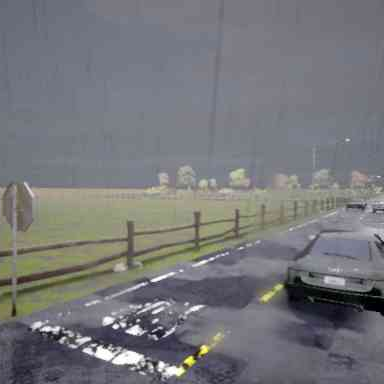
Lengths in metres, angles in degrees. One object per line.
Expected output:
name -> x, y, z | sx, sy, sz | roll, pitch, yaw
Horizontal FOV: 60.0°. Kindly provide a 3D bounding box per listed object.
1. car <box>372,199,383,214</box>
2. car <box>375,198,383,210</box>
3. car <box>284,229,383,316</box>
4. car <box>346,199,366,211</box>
car -> 19.920, 1.502, 34.658 | 2.033, 1.411, 5.357 | 1, 1, 31
car -> 24.982, 1.548, 43.173 | 1.895, 1.301, 4.718 | 1, 1, 31
car -> 3.562, 1.544, 7.614 | 1.994, 1.385, 4.181 | 1, 1, 31
car -> 19.354, 1.514, 39.160 | 1.895, 1.301, 4.718 | 1, 1, 31
